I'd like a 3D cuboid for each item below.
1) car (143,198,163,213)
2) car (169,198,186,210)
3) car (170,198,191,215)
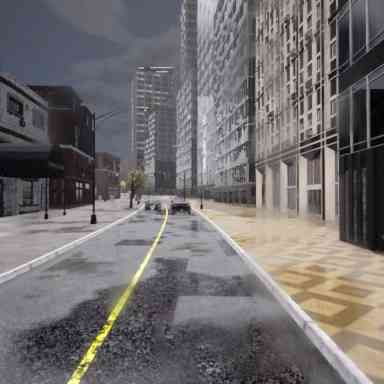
[{"bbox_3d":[-4.302,1.477,37.070,2.128,1.511,4.902,0,0,-4],"label":"car"},{"bbox_3d":[-1.946,1.531,44.263,2.033,1.411,5.357,0,0,-5],"label":"car"},{"bbox_3d":[-1.124,1.483,33.830,2.128,1.511,4.902,0,0,-4],"label":"car"}]
